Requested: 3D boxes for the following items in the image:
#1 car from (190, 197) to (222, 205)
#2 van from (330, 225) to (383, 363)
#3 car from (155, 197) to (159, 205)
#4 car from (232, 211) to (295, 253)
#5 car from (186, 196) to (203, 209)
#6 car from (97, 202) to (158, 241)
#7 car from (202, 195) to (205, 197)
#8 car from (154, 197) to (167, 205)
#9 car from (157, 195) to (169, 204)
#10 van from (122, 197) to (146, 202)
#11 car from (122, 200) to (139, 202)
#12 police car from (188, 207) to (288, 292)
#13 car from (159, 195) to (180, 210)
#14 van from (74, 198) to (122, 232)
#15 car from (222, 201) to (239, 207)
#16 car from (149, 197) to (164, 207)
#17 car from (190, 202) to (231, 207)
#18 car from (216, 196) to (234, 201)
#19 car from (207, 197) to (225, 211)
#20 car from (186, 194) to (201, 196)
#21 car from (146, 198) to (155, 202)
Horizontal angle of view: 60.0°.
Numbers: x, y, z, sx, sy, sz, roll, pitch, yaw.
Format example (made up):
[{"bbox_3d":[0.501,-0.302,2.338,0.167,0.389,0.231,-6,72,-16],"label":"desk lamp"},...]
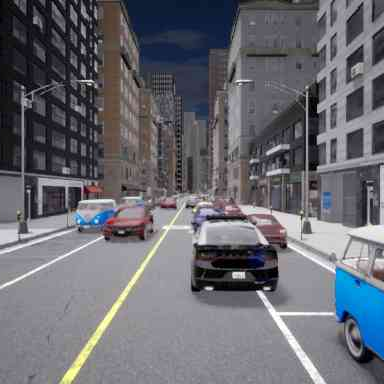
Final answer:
[{"bbox_3d":[0.961,1.456,25.178,1.801,1.575,5.366,0,0,0],"label":"car"},{"bbox_3d":[2.863,1.341,3.304,1.690,1.788,3.998,0,0,0],"label":"van"},{"bbox_3d":[-5.566,1.585,41.835,1.802,1.307,4.206,0,0,0],"label":"car"},{"bbox_3d":[2.891,1.582,14.307,1.802,1.307,4.206,0,0,0],"label":"car"},{"bbox_3d":[0.132,1.569,45.938,1.994,1.385,4.181,0,0,0],"label":"car"},{"bbox_3d":[-3.059,1.477,16.935,1.882,1.535,5.008,0,0,0],"label":"car"},{"bbox_3d":[2.986,1.558,52.817,2.008,1.369,4.403,0,0,0],"label":"car"},{"bbox_3d":[-5.526,1.592,58.339,1.802,1.307,4.206,0,0,0],"label":"car"},{"bbox_3d":[-5.512,1.453,63.841,1.967,1.590,4.097,0,0,0],"label":"car"},{"bbox_3d":[-5.594,1.342,30.832,1.690,1.788,3.998,0,0,0],"label":"van"},{"bbox_3d":[-5.608,1.551,25.331,2.008,1.369,4.403,0,0,0],"label":"car"},{"bbox_3d":[0.922,1.425,9.097,1.930,1.638,5.238,0,0,0],"label":"police car"},{"bbox_3d":[-2.896,1.481,42.323,1.882,1.535,5.008,0,0,0],"label":"car"},{"bbox_3d":[-5.622,1.341,19.831,1.690,1.788,3.998,0,0,0],"label":"van"},{"bbox_3d":[2.918,1.582,25.309,1.802,1.307,4.206,0,0,0],"label":"car"},{"bbox_3d":[-5.539,1.573,52.838,1.947,1.339,4.313,0,0,0],"label":"car"},{"bbox_3d":[0.946,1.526,18.987,1.812,1.442,4.674,0,0,0],"label":"car"},{"bbox_3d":[2.931,1.316,30.811,2.192,1.841,5.009,0,0,0],"label":"car"},{"bbox_3d":[2.959,1.444,41.814,1.967,1.590,4.097,0,0,0],"label":"car"},{"bbox_3d":[0.147,1.536,59.331,1.812,1.442,4.674,0,0,0],"label":"car"},{"bbox_3d":[-5.580,1.568,36.334,1.947,1.339,4.313,0,0,0],"label":"car"}]
